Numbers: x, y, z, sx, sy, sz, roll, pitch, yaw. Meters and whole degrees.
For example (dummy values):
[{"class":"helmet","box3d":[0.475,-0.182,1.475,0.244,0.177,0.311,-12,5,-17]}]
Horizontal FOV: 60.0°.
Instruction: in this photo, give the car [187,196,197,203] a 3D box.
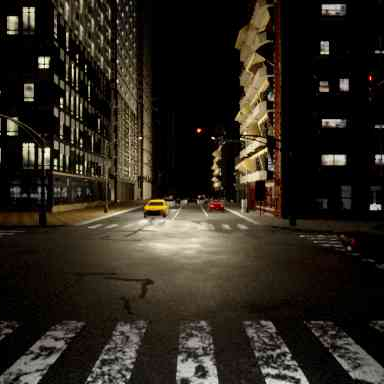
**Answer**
[{"class":"car","box3d":[-0.021,1.594,70.278,1.994,1.385,4.181,0,0,0]}]

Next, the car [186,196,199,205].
[{"class":"car","box3d":[0.007,1.528,59.967,1.837,1.490,4.892,0,0,0]}]

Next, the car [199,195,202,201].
[{"class":"car","box3d":[2.607,1.571,55.782,2.008,1.369,4.403,0,0,0]}]

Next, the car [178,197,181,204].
[{"class":"car","box3d":[-3.098,1.573,63.908,2.033,1.411,5.357,0,0,0]}]

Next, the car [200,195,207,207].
[{"class":"car","box3d":[2.615,1.567,50.134,2.008,1.369,4.403,0,0,0]}]

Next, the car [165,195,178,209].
[{"class":"car","box3d":[-3.162,1.538,44.444,1.812,1.442,4.674,0,0,0]}]

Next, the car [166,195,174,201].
[{"class":"car","box3d":[-5.827,1.595,89.661,1.887,1.381,4.507,0,0,0]}]

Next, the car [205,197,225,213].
[{"class":"car","box3d":[2.685,1.591,37.216,1.802,1.307,4.206,0,0,0]}]

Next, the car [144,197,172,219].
[{"class":"car","box3d":[-3.146,1.483,29.818,1.882,1.535,5.008,0,0,0]}]

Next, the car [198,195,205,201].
[{"class":"car","box3d":[2.554,1.491,89.674,1.967,1.590,4.097,0,0,0]}]

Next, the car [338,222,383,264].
[{"class":"car","box3d":[7.871,1.770,11.723,4.718,1.301,1.895,1,0,7]}]

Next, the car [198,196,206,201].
[{"class":"car","box3d":[2.563,1.626,84.025,1.802,1.307,4.206,0,0,0]}]

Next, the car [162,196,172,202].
[{"class":"car","box3d":[-5.809,1.589,78.363,2.008,1.369,4.403,0,0,0]}]
